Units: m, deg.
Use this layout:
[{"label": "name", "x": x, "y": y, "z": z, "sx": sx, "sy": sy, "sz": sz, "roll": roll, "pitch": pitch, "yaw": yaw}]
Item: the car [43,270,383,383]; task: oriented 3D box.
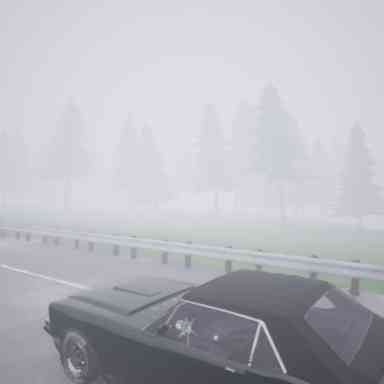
[{"label": "car", "x": 0.409, "y": 1.602, "z": 3.700, "sx": 4.718, "sy": 1.301, "sz": 1.895, "roll": 0, "pitch": 0, "yaw": 36}]
